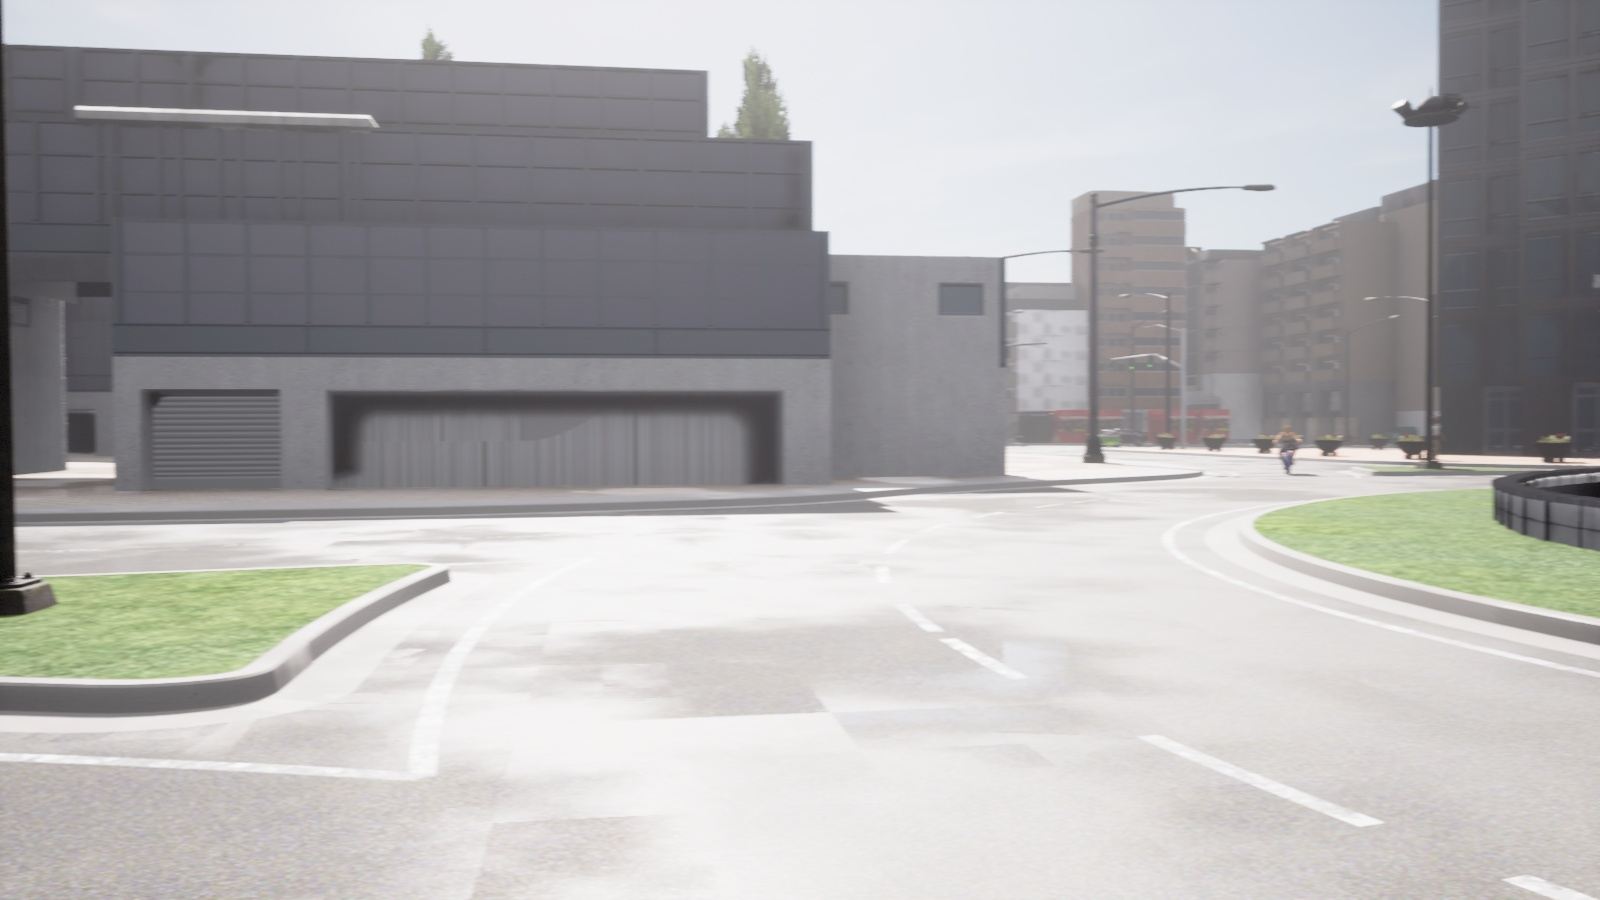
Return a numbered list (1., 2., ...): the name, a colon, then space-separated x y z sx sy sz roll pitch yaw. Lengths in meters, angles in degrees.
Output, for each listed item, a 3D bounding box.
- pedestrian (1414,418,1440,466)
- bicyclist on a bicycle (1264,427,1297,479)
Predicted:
1. pedestrian: 24.597 -0.327 49.284 0.540 1.848 0.694 0 1 -23
2. bicyclist on a bicycle: 15.217 0.094 39.792 0.866 1.612 1.509 -1 1 18
